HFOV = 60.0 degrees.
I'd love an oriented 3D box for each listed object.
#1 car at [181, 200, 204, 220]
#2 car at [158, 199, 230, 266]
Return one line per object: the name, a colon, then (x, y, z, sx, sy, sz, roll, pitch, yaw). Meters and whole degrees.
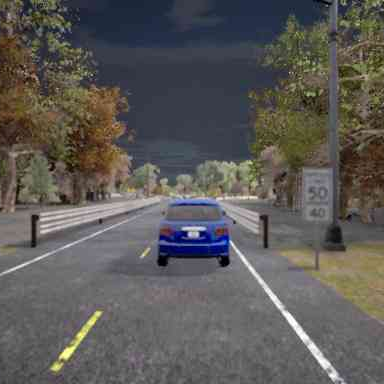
car: (0.083, 1.546, 29.493, 1.882, 1.535, 5.008, 0, 0, 0)
car: (0.066, 1.251, 11.831, 2.150, 2.045, 5.566, 0, 0, 0)
